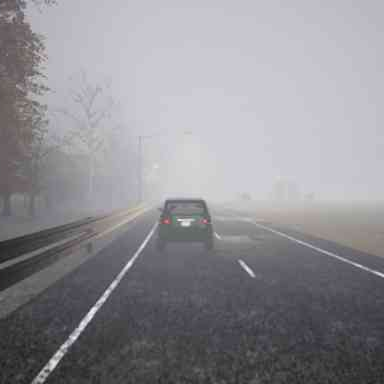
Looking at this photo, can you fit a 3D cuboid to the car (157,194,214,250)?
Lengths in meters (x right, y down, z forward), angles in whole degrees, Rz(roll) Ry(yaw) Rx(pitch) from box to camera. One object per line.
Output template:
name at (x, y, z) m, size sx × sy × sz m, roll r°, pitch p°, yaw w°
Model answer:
car at (-0.329, 1.242, 14.663) m, size 2.150 × 2.045 × 5.566 m, roll 0°, pitch 0°, yaw -2°

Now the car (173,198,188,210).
car at (-1.564, 1.548, 44.588) m, size 1.837 × 1.490 × 4.892 m, roll 0°, pitch 0°, yaw -2°
